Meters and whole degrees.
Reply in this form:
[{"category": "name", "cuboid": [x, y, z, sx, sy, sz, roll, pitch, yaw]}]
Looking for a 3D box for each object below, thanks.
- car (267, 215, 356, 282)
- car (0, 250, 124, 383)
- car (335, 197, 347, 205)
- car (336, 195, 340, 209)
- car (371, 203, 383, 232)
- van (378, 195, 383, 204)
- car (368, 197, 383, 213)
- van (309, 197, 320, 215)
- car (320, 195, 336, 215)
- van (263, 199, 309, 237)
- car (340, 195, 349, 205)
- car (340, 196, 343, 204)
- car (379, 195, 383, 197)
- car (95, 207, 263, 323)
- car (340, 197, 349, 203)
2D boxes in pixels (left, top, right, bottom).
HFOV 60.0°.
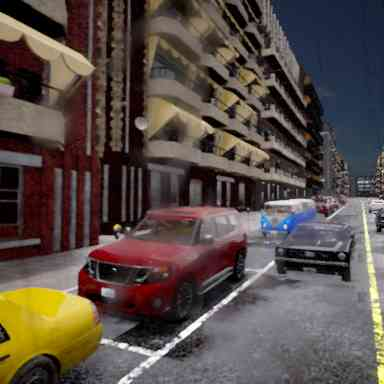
[{"category": "car", "cuboid": [3.921, 1.615, 10.173, 1.895, 1.301, 4.718, 0, 0, 27]}, {"category": "car", "cuboid": [-2.810, 1.531, 2.575, 1.752, 1.417, 4.829, 2, 1, 27]}, {"category": "car", "cuboid": [29.926, 1.760, 66.776, 1.887, 1.381, 4.507, 1, 0, 27]}, {"category": "car", "cuboid": [14.858, 1.399, 37.212, 2.192, 1.841, 5.009, 2, 1, 27]}, {"category": "car", "cuboid": [11.920, 1.581, 19.681, 2.033, 1.411, 5.357, 0, 0, 28]}, {"category": "van", "cuboid": [41.921, 1.606, 73.018, 1.690, 1.788, 3.998, 1, 0, 27]}, {"category": "car", "cuboid": [21.269, 1.614, 37.944, 1.812, 1.442, 4.674, 0, -1, 28]}, {"category": "van", "cuboid": [7.320, 1.382, 22.433, 1.690, 1.788, 3.998, 2, 1, 27]}, {"category": "car", "cuboid": [12.346, 1.384, 32.286, 2.192, 1.841, 5.009, 2, 1, 27]}, {"category": "van", "cuboid": [4.808, 1.369, 17.504, 1.690, 1.788, 3.998, 2, 1, 27]}, {"category": "car", "cuboid": [27.419, 1.503, 61.847, 2.192, 1.841, 5.009, 1, 0, 27]}, {"category": "car", "cuboid": [19.878, 1.686, 47.070, 1.947, 1.339, 4.313, 1, 0, 27]}, {"category": "car", "cuboid": [39.409, 1.549, 68.089, 2.192, 1.841, 5.009, 1, 0, 27]}, {"category": "car", "cuboid": [-0.215, 1.327, 7.652, 2.192, 1.841, 5.009, 2, 1, 27]}, {"category": "car", "cuboid": [37.463, 1.889, 81.559, 1.802, 1.307, 4.206, 1, 0, 27]}]
